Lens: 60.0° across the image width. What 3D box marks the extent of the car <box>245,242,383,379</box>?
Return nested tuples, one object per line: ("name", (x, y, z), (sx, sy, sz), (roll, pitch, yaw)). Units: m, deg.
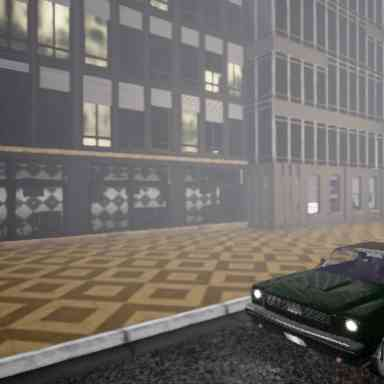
("car", (3.134, 1.601, 5.600), (4.718, 1.301, 1.895), (0, 0, -35))
